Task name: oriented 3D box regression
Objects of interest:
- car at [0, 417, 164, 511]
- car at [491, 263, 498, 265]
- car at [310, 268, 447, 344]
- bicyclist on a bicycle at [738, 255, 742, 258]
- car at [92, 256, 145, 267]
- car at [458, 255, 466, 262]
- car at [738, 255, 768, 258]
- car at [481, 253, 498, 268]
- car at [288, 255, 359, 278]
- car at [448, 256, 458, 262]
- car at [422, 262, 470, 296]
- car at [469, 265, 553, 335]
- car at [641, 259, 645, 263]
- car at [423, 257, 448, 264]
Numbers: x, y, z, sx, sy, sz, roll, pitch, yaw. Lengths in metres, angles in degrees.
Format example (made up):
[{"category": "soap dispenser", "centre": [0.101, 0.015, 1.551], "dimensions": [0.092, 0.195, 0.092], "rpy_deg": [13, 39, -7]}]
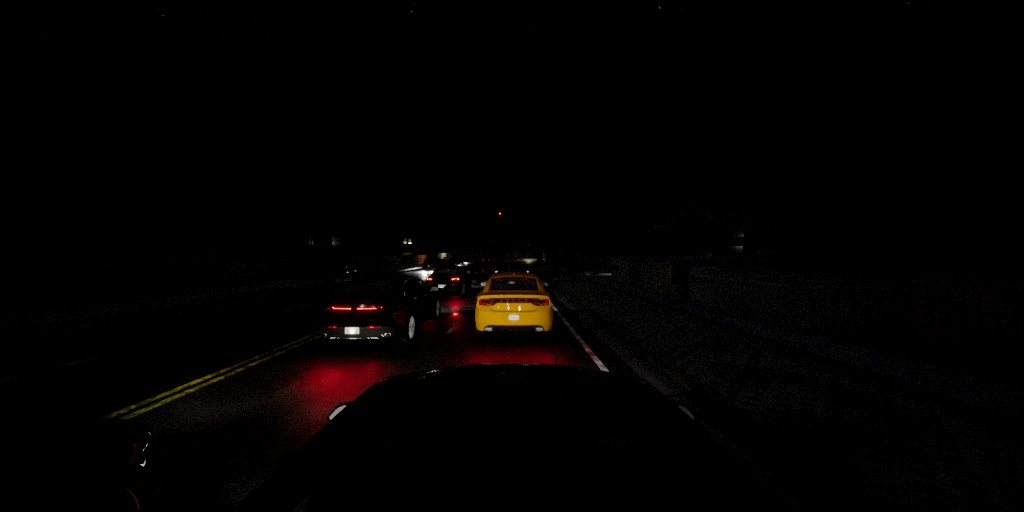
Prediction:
[{"category": "car", "centre": [-3.149, 1.228, 0.180], "dimensions": [1.882, 1.535, 5.008], "rpy_deg": [0, 0, 0]}, {"category": "car", "centre": [0.008, 1.247, 19.364], "dimensions": [1.994, 1.385, 4.181], "rpy_deg": [0, 0, 1]}, {"category": "car", "centre": [-3.190, 1.239, 9.590], "dimensions": [1.837, 1.490, 4.892], "rpy_deg": [0, 0, 0]}, {"category": "bicyclist on a bicycle", "centre": [18.406, 0.782, 28.792], "dimensions": [0.582, 1.620, 1.656], "rpy_deg": [0, 0, -2]}, {"category": "car", "centre": [-34.084, 1.060, 31.755], "dimensions": [5.566, 2.045, 2.150], "rpy_deg": [0, 1, 4]}, {"category": "car", "centre": [-9.914, 0.655, 63.949], "dimensions": [1.882, 1.535, 5.008], "rpy_deg": [0, 1, 0]}, {"category": "car", "centre": [22.769, 0.735, 34.778], "dimensions": [4.553, 1.767, 2.097], "rpy_deg": [0, 1, -2]}, {"category": "car", "centre": [-3.168, 0.603, 51.039], "dimensions": [2.150, 2.045, 5.566], "rpy_deg": [0, 1, -1]}, {"category": "car", "centre": [-16.318, 0.942, 31.032], "dimensions": [5.566, 2.045, 2.150], "rpy_deg": [0, 1, 1]}, {"category": "car", "centre": [-9.934, 0.904, 54.343], "dimensions": [1.994, 1.385, 4.181], "rpy_deg": [0, 1, 0]}, {"category": "car", "centre": [-3.248, 1.212, 18.899], "dimensions": [1.812, 1.442, 4.674], "rpy_deg": [0, 0, 1]}, {"category": "car", "centre": [0.062, 1.209, 10.475], "dimensions": [1.882, 1.535, 5.008], "rpy_deg": [0, 0, 0]}, {"category": "car", "centre": [12.793, 1.012, 34.519], "dimensions": [5.357, 1.411, 2.033], "rpy_deg": [-1, 1, -6]}, {"category": "car", "centre": [-9.918, 0.932, 45.159], "dimensions": [2.128, 1.511, 4.902], "rpy_deg": [0, 1, 0]}]
